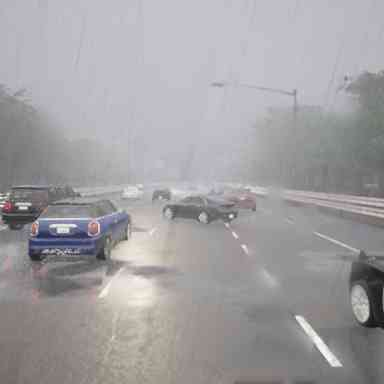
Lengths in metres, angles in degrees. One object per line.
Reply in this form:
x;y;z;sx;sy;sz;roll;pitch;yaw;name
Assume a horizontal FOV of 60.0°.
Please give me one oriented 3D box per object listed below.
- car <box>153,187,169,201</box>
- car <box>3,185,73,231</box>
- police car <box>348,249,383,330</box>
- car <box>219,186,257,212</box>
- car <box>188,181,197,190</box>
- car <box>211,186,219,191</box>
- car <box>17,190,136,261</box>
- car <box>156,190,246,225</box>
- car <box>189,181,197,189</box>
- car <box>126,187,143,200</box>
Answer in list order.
-3.329;0.197;37.546;1.837;1.490;4.892;0;2;0;car
-6.884;0.652;16.283;2.150;2.045;5.566;0;2;0;car
3.502;1.295;3.612;1.930;1.638;5.238;0;2;0;police car
3.541;0.464;25.433;2.097;1.767;4.553;0;2;0;car
0.179;-1.149;77.146;2.033;1.411;5.357;0;2;0;car
3.570;0.082;36.427;2.097;1.767;4.553;0;2;0;car
-3.391;0.968;10.884;2.097;1.767;4.553;0;2;0;car
0.337;0.868;18.245;1.837;1.490;4.892;-2;3;-41;car
0.205;-1.798;86.748;2.150;2.045;5.566;0;2;0;car
-6.824;0.183;38.497;1.812;1.442;4.674;0;2;0;car
